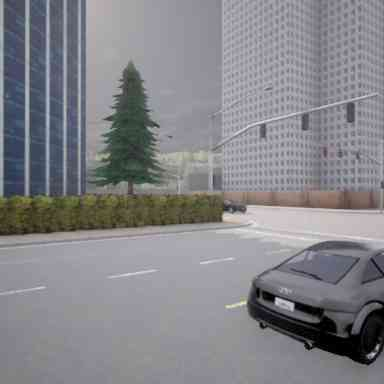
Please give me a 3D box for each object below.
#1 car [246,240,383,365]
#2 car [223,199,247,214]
[{"bbox_3d":[2.966,1.573,5.886,4.181,1.385,1.994,0,0,-35],"label":"car"},{"bbox_3d":[3.948,1.517,36.945,1.882,1.535,5.008,0,0,-35],"label":"car"}]
